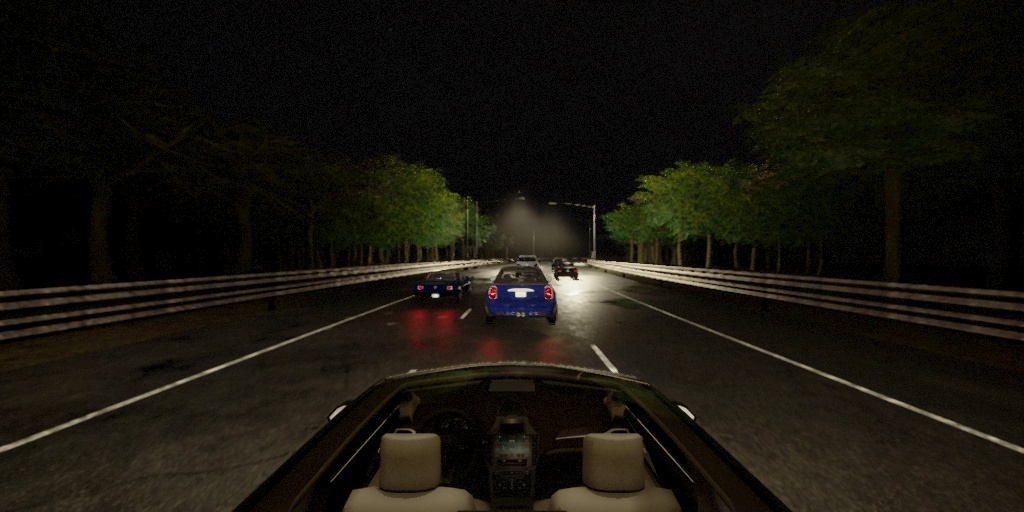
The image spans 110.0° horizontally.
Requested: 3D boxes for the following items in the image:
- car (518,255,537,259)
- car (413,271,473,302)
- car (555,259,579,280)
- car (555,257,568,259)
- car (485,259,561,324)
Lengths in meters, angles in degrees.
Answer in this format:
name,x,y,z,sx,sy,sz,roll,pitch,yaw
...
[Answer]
name,x,y,z,sx,sy,sz,roll,pitch,yaw
car,1.567,0.962,34.827,2.150,2.045,5.566,0,0,5
car,-3.052,1.344,16.950,1.895,1.301,4.718,0,0,2
car,4.546,1.240,30.696,2.033,1.411,5.357,0,0,4
car,6.272,1.180,48.216,1.837,1.490,4.892,0,0,7
car,0.300,1.100,12.193,2.097,1.767,4.553,0,0,1
